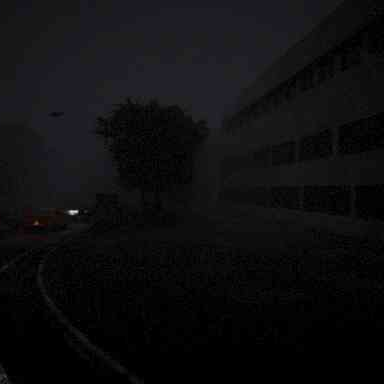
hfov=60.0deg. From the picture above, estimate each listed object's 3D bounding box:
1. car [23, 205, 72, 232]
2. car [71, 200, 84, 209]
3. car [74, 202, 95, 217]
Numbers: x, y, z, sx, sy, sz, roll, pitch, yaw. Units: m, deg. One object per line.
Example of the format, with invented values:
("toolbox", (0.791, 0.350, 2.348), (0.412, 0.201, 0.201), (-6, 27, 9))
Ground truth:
("car", (-9.977, 1.827, 22.932), (1.882, 1.535, 5.008), (1, -1, -9))
("car", (-19.015, 2.101, 55.584), (2.128, 1.511, 4.902), (1, 1, -9))
("car", (-13.098, 2.320, 41.990), (1.994, 1.385, 4.181), (1, -1, -9))
